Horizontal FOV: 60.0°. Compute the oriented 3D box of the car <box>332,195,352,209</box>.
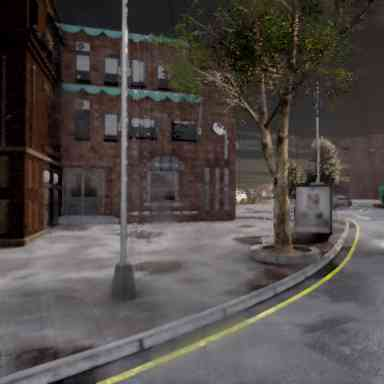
[{"bbox_3d":[16.133,1.056,37.949,2.128,1.511,4.902,0,1,-8],"label":"car"}]

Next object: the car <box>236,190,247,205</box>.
[{"bbox_3d":[5.039,0.778,44.087,2.435,2.045,5.566,-1,-1,44],"label":"car"}]
